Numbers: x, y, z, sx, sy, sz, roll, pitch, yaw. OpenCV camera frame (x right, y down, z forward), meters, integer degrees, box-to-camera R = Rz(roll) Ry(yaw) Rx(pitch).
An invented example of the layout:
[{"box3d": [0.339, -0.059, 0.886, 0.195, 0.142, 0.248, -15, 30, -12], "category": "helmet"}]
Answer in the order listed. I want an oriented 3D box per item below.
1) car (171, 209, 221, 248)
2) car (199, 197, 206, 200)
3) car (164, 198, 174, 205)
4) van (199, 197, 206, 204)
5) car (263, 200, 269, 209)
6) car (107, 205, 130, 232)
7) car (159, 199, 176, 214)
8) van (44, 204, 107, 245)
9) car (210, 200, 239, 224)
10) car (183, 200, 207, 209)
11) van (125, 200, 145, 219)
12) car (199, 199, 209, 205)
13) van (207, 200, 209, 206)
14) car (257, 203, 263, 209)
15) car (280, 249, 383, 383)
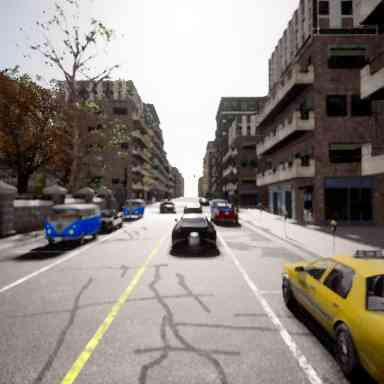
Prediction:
[{"box3d": [0.098, 1.717, 15.552, 1.994, 1.385, 4.181, 0, -1, 0], "category": "car"}, {"box3d": [2.704, 2.261, 70.755, 1.947, 1.339, 4.313, 1, -1, 0], "category": "car"}, {"box3d": [-5.673, 2.246, 82.041, 1.967, 1.590, 4.097, 1, -1, 0], "category": "car"}, {"box3d": [2.709, 2.204, 87.684, 1.690, 1.788, 3.998, 1, -1, 0], "category": "van"}, {"box3d": [13.539, 2.073, 50.559, 4.313, 1.339, 1.947, 0, -2, 1], "category": "car"}, {"box3d": [-5.661, 1.779, 21.765, 1.947, 1.339, 4.313, 1, -1, 0], "category": "car"}, {"box3d": [-3.022, 1.917, 41.795, 1.837, 1.490, 4.892, 0, -1, 0], "category": "car"}, {"box3d": [-5.682, 1.501, 16.244, 1.690, 1.788, 3.998, 1, -1, 0], "category": "van"}, {"box3d": [2.674, 1.708, 27.288, 1.967, 1.590, 4.097, 1, -1, 0], "category": "car"}, {"box3d": [0.101, 1.812, 32.718, 2.128, 1.511, 4.902, 0, -1, 0], "category": "car"}, {"box3d": [-5.639, 1.663, 32.814, 1.690, 1.788, 3.998, 1, -1, 0], "category": "van"}, {"box3d": [2.705, 2.302, 76.397, 2.008, 1.369, 4.403, 1, -1, 0], "category": "car"}, {"box3d": [2.674, 1.663, 32.812, 1.690, 1.788, 3.998, 1, -1, 0], "category": "van"}, {"box3d": [13.643, 2.178, 58.940, 4.097, 1.590, 1.967, 0, -2, 1], "category": "car"}, {"box3d": [2.703, 1.579, 5.365, 1.752, 1.417, 4.829, 1, -1, 0], "category": "car"}]
